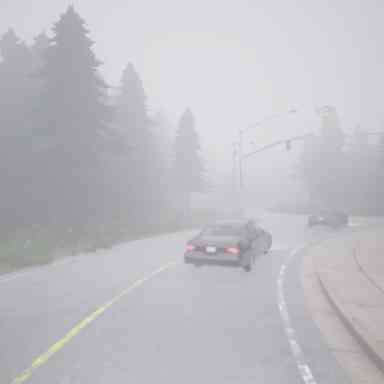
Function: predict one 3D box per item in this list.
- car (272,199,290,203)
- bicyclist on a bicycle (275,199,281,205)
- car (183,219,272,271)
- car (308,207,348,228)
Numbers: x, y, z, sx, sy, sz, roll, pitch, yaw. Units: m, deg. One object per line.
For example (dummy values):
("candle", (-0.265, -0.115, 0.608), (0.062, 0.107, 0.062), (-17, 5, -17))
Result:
("car", (17.217, 2.052, 63.729), (2.128, 1.511, 4.902), (0, -1, 43))
("bicyclist on a bicycle", (11.847, 1.864, 45.986), (1.656, 1.620, 0.582), (0, 0, 3))
("car", (1.458, 1.644, 11.457), (2.033, 1.411, 5.357), (0, 0, 22))
("car", (9.786, 1.765, 23.842), (1.994, 1.385, 4.181), (0, -1, 36))
